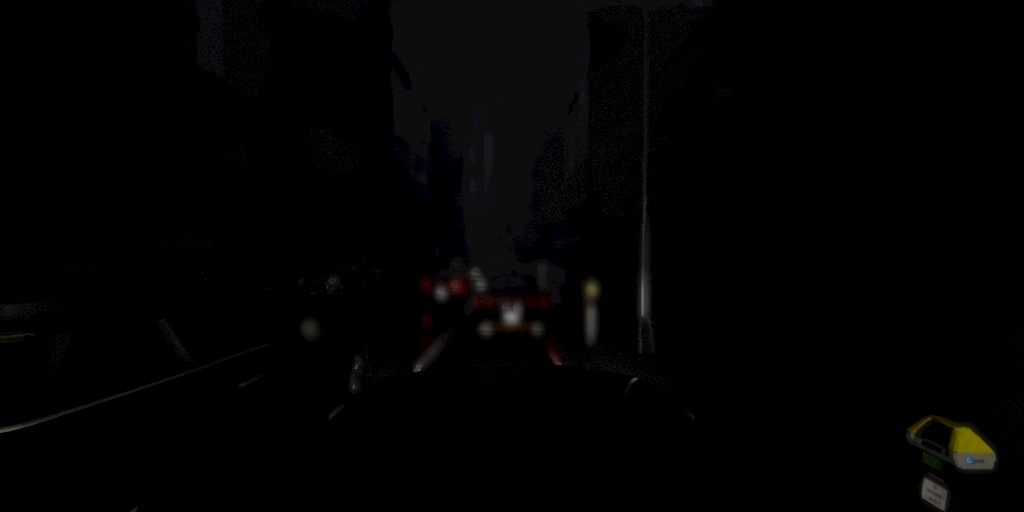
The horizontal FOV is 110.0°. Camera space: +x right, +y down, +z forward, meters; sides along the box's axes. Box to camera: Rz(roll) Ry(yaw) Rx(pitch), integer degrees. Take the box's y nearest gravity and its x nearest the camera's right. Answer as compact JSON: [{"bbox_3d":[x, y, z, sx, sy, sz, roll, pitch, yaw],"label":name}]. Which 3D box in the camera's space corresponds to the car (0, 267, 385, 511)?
[{"bbox_3d":[-3.145,1.101,3.504,2.097,1.767,4.553,0,0,0],"label":"car"}]

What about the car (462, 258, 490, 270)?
[{"bbox_3d":[-3.128,1.245,33.421,1.837,1.490,4.892,0,1,0],"label":"car"}]

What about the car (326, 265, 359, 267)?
[{"bbox_3d":[-8.815,1.185,18.031,1.967,1.591,4.097,0,0,0],"label":"car"}]

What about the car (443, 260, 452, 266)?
[{"bbox_3d":[-8.814,1.267,51.546,1.888,1.381,4.507,0,0,0],"label":"car"}]

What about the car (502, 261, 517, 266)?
[{"bbox_3d":[-0.273,1.287,34.789,2.007,1.370,4.403,0,0,0],"label":"car"}]

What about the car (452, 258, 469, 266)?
[{"bbox_3d":[-6.164,1.077,47.537,2.097,1.767,4.553,0,0,0],"label":"car"}]

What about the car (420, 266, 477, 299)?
[{"bbox_3d":[-3.132,1.347,18.155,1.895,1.301,4.718,0,0,0],"label":"car"}]

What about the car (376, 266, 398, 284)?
[{"bbox_3d":[-8.814,1.325,23.617,1.802,1.307,4.207,0,0,0],"label":"car"}]

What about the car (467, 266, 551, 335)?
[{"bbox_3d":[-0.006,1.225,10.502,1.882,1.535,5.008,0,0,0],"label":"car"}]
